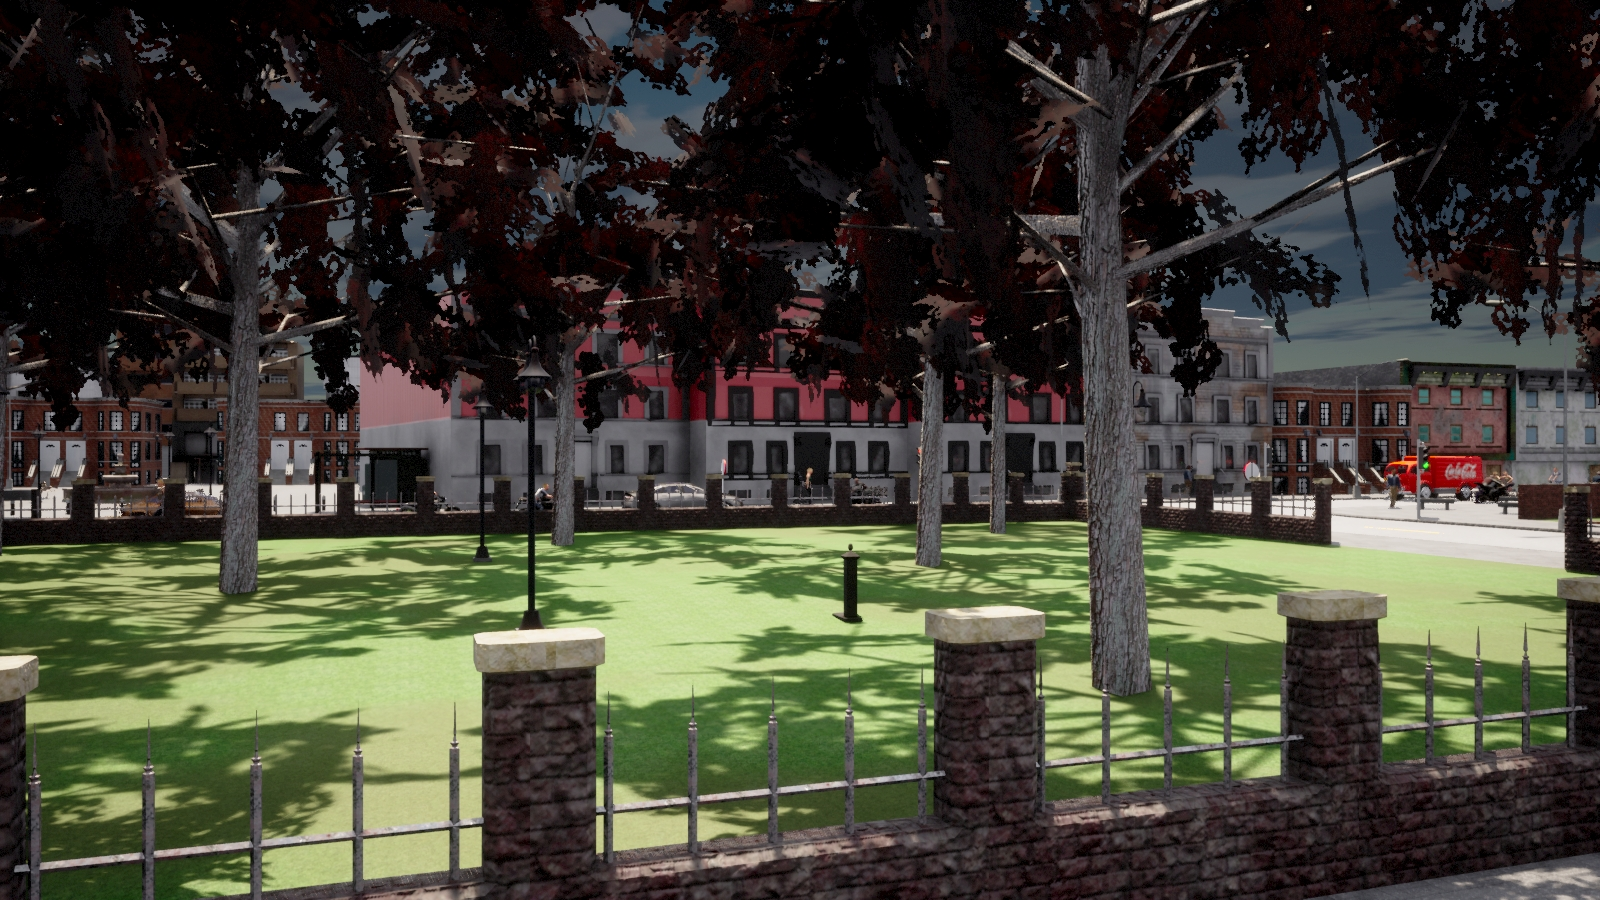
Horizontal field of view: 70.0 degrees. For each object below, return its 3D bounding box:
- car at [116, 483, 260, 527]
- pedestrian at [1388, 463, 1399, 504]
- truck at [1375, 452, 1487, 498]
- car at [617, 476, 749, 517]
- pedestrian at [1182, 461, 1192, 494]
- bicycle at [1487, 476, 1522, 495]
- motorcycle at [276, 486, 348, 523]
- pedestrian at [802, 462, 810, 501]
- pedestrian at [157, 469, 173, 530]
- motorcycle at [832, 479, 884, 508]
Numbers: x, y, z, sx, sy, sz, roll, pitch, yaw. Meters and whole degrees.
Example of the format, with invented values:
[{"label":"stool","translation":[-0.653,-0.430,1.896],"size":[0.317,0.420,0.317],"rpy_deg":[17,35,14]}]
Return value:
[{"label":"car","translation":[-21.329,1.898,40.014],"size":[4.181,1.385,1.994],"rpy_deg":[0,0,-19]},{"label":"pedestrian","translation":[26.916,1.517,51.835],"size":[0.375,1.860,0.375],"rpy_deg":[0,0,13]},{"label":"truck","translation":[35.004,1.348,63.458],"size":[5.204,2.467,2.627],"rpy_deg":[0,0,-19]},{"label":"car","translation":[-4.677,1.827,45.707],"size":[4.902,1.511,2.128],"rpy_deg":[0,0,-19]},{"label":"pedestrian","translation":[21.763,1.523,64.244],"size":[0.375,1.860,0.375],"rpy_deg":[0,0,-18]},{"label":"bicycle","translation":[40.458,2.036,65.608],"size":[1.487,1.080,0.859],"rpy_deg":[0,0,1]},{"label":"motorcycle","translation":[-17.611,1.950,41.298],"size":[2.356,1.277,0.764],"rpy_deg":[0,0,-19]},{"label":"pedestrian","translation":[0.312,1.524,55.161],"size":[0.375,1.860,0.375],"rpy_deg":[0,0,-2]},{"label":"pedestrian","translation":[-19.726,1.523,35.488],"size":[0.375,1.860,0.375],"rpy_deg":[0,0,-18]},{"label":"motorcycle","translation":[2.664,1.985,52.598],"size":[2.209,1.251,0.867],"rpy_deg":[0,0,-19]}]
